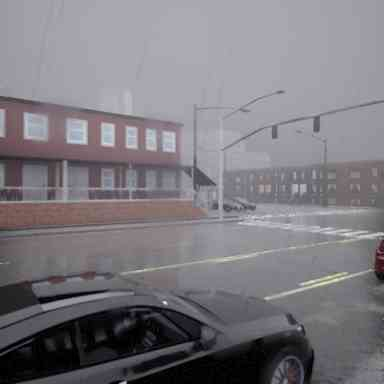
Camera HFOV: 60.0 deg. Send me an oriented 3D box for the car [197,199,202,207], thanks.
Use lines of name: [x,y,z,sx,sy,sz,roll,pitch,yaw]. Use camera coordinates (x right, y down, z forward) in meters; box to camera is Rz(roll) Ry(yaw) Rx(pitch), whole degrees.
car: [0.084,1.588,49.968,1.812,1.442,4.674,0,0,-36]

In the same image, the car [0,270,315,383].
car: [-0.828,1.528,3.162,4.674,1.442,1.812,0,0,-35]

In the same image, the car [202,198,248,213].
car: [3.762,1.546,38.779,2.128,1.511,4.902,0,0,-36]

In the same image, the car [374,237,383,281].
car: [6.742,1.373,8.599,4.553,1.767,2.097,0,0,-35]

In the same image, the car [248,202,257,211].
car: [5.955,1.567,41.732,1.837,1.490,4.892,0,0,-36]
